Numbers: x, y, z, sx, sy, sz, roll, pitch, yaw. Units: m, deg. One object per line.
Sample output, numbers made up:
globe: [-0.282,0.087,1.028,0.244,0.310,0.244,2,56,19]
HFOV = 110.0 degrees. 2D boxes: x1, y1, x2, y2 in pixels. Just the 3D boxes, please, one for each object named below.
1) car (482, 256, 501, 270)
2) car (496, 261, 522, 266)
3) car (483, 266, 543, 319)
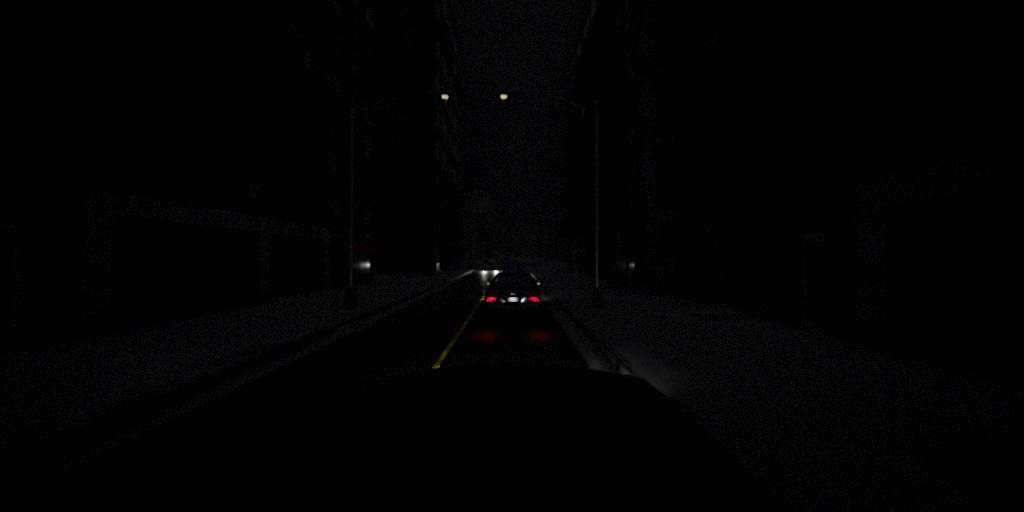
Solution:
car: [-2.712,1.063,45.844,1.812,1.442,4.674,0,0,1]
car: [0.076,1.194,27.558,2.033,1.411,5.357,0,0,1]
car: [0.046,1.262,12.577,2.033,1.411,5.357,0,0,1]
